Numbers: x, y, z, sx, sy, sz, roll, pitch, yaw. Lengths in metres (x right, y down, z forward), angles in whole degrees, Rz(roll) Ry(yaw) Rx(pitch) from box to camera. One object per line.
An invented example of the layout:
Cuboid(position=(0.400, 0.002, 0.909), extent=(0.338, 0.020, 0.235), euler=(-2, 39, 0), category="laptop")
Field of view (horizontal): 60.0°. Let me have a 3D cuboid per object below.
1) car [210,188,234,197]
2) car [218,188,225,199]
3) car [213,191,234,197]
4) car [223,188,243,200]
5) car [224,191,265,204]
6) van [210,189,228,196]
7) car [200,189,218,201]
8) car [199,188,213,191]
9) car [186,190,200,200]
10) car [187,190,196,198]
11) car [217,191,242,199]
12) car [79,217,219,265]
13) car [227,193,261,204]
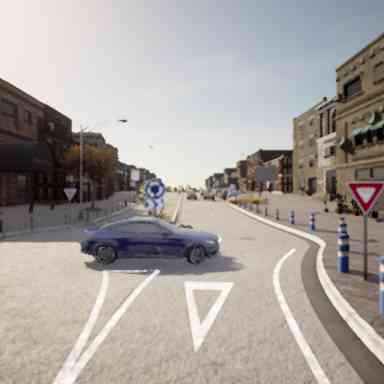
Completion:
Cuboid(position=(7.179, 0.134, 80.503), extent=(5.566, 2.045, 2.435), euler=(0, 1, -1), category="car")
Cuboid(position=(7.716, 0.553, 55.702), extent=(5.566, 2.045, 2.435), euler=(0, 1, -1), category="car")
Cuboid(position=(7.264, 0.458, 77.748), extent=(4.674, 1.452, 2.002), euler=(0, 1, -1), category="car")
Cuboid(position=(7.708, 0.744, 52.950), extent=(4.553, 1.767, 2.185), euler=(0, 1, -1), category="car")
Cuboid(position=(7.661, 1.006, 47.439), extent=(5.366, 1.575, 1.946), euler=(0, 2, -1), category="car")
Cuboid(position=(6.985, 0.106, 86.012), extent=(4.442, 1.987, 1.878), euler=(0, 0, -1), category="van")
Cuboid(position=(3.014, 0.728, 59.701), extent=(2.128, 1.511, 4.902), euler=(0, 1, 0), category="car")
Cuboid(position=(2.758, 0.369, 70.588), extent=(1.837, 1.490, 4.892), euler=(0, 1, -1), category="car")
Cuboid(position=(0.004, 0.819, 60.570), extent=(1.895, 1.301, 4.718), euler=(0, 1, -1), category="car")
Cuboid(position=(-0.241, 0.369, 70.530), extent=(1.837, 1.490, 4.892), euler=(0, 1, -1), category="car")
Cuboid(position=(7.481, 0.583, 66.728), extent=(4.892, 1.521, 2.231), euler=(0, 1, -1), category="car")
Cuboid(position=(-1.410, 1.590, 11.347), extent=(4.674, 1.442, 1.812), euler=(0, 2, 1), category="car")
Cuboid(position=(7.797, 0.978, 50.200), extent=(4.674, 1.452, 2.002), euler=(0, 1, -1), category="car")
